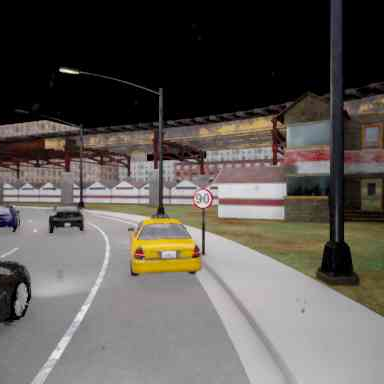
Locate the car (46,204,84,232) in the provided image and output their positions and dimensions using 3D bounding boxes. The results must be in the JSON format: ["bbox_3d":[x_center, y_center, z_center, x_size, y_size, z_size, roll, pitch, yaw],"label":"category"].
[{"bbox_3d":[-7.745,1.506,20.293,1.837,1.490,4.892,0,0,-24],"label":"car"}]

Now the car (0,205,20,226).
[{"bbox_3d":[-11.403,1.525,19.865,1.812,1.442,4.674,0,0,-25],"label":"car"}]

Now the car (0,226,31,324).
[{"bbox_3d":[-3.758,1.506,4.281,1.837,1.490,4.892,0,0,-5],"label":"car"}]

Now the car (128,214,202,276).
[{"bbox_3d":[-1.018,1.457,10.389,1.801,1.575,5.366,0,0,-11],"label":"car"}]
